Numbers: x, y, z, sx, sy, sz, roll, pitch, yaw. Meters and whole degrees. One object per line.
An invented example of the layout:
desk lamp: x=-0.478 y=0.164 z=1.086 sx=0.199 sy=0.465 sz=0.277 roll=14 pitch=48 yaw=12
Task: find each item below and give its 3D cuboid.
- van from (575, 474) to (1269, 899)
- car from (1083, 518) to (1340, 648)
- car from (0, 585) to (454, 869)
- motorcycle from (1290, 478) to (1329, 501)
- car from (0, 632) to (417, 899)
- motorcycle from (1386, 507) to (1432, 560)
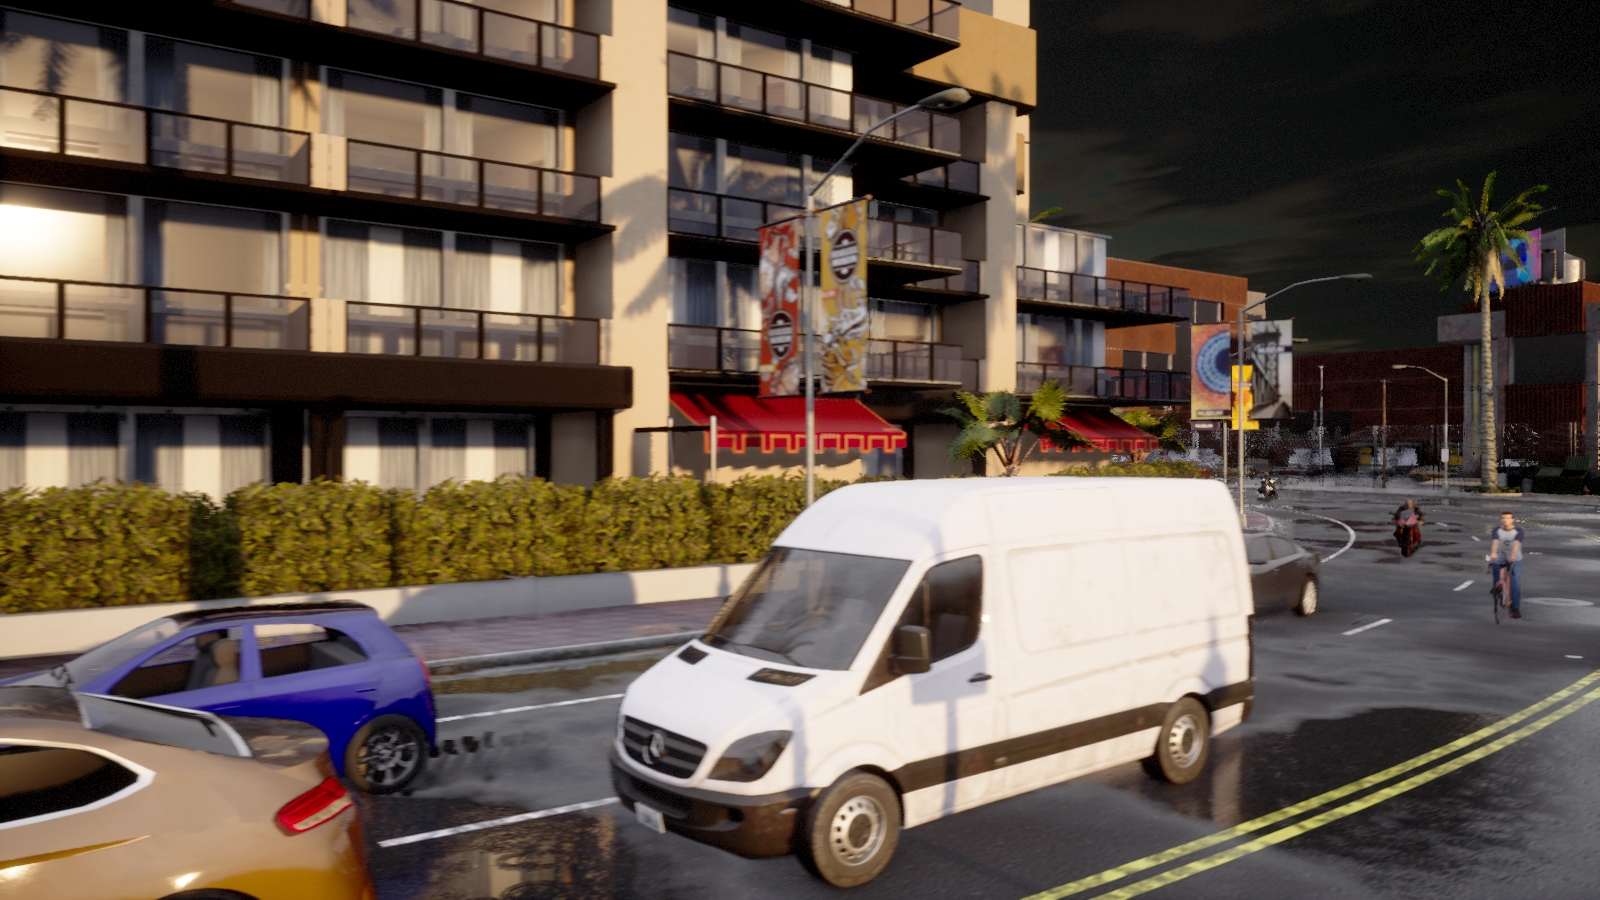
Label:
van: x=1.312 y=1.534 z=9.307 sx=5.915 sy=2.561 sz=1.988 roll=0 pitch=0 yaw=-38
car: x=6.863 y=2.034 z=18.714 sx=2.097 sy=1.535 sz=5.006 roll=0 pitch=0 yaw=44
car: x=-4.861 y=2.038 z=9.088 sx=3.633 sy=1.501 sz=1.845 roll=0 pitch=0 yaw=-36
motorcycle: x=28.492 y=2.182 z=63.893 sx=0.856 sy=1.236 sz=1.805 roll=0 pitch=0 yaw=-36
car: x=-4.541 y=1.992 z=4.983 sx=5.027 sy=1.651 sz=2.152 roll=0 pitch=0 yaw=-36
motorcycle: x=16.222 y=2.205 z=30.410 sx=0.867 sy=1.251 sz=2.209 roll=0 pitch=0 yaw=33
